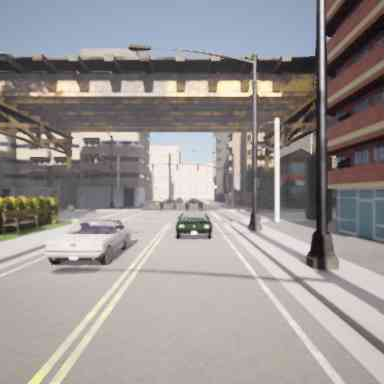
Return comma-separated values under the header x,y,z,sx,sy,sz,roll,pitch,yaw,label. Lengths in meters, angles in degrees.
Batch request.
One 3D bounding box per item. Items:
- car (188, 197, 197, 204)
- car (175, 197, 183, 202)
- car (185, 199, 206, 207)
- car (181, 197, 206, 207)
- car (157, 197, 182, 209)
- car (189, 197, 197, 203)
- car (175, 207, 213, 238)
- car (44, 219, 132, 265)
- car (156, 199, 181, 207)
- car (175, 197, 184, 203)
x,y,z,sx,sy,sz,roll,pitch,yaw,label
0.151,2.011,78.090,2.038,1.542,4.974,0,0,0,car
-3.280,1.915,86.665,1.853,1.218,4.536,0,0,0,car
0.500,1.664,51.544,1.853,1.218,4.536,0,0,-20,car
0.519,1.821,51.494,2.038,1.542,4.974,0,0,-20,car
-3.642,1.823,51.802,2.038,1.542,4.974,0,0,25,car
0.151,1.854,78.143,1.853,1.218,4.536,0,0,0,car
0.102,1.733,18.479,1.895,1.301,4.718,0,0,0,car
-3.528,1.689,12.145,1.895,1.301,4.718,0,0,1,car
-3.620,1.666,51.850,1.853,1.218,4.536,0,0,25,car
-3.280,2.072,86.612,2.038,1.542,4.974,0,0,0,car
